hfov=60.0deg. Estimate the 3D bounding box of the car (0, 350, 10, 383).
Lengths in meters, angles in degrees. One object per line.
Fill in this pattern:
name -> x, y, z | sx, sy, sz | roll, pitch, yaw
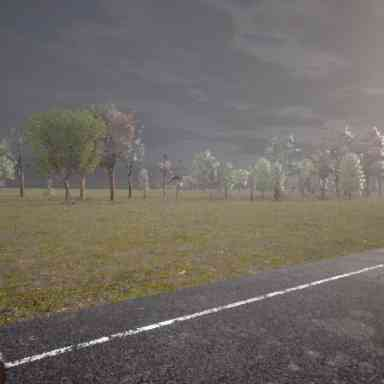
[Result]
car -> -3.249, 1.564, 1.671 | 4.181, 1.385, 1.994 | 0, 0, -36
